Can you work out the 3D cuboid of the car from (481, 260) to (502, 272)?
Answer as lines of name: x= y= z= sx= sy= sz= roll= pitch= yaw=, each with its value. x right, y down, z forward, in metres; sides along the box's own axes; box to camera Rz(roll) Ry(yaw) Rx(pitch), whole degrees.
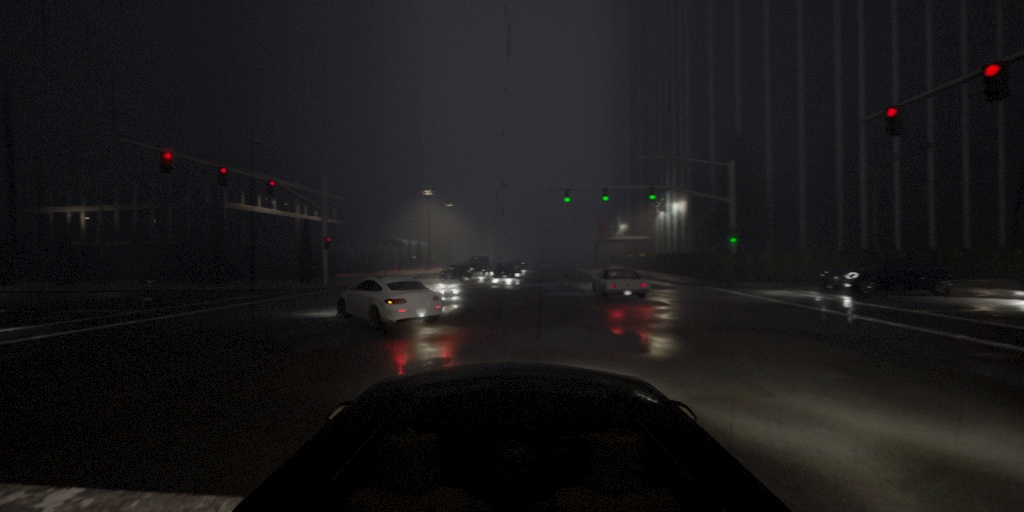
car: x=-2.758 y=1.301 z=50.042 sx=2.128 sy=1.511 sz=4.902 roll=-1 pitch=0 yaw=6

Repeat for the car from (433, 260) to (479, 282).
car: x=-4.623 y=1.322 z=30.301 sx=2.128 sy=1.511 sz=4.902 roll=-1 pitch=0 yaw=7

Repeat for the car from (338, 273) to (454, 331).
car: x=-3.930 y=1.338 z=11.293 sx=1.812 sy=1.442 sz=4.674 roll=0 pitch=-1 yaw=-41

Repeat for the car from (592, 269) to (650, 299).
car: x=5.081 y=1.281 z=17.431 sx=1.895 sy=1.301 sz=4.718 roll=-1 pitch=0 yaw=5

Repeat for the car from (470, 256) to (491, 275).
car: x=-3.696 y=1.041 z=40.104 sx=2.150 sy=2.045 sz=5.566 roll=-1 pitch=0 yaw=5

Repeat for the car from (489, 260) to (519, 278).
car: x=-0.692 y=1.337 z=34.476 sx=1.994 sy=1.385 sz=4.181 roll=-1 pitch=0 yaw=5

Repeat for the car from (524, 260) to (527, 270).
car: x=1.026 y=1.106 z=52.847 sx=2.097 sy=1.767 sz=4.553 roll=-1 pitch=0 yaw=6

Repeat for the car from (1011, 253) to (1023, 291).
car: x=26.152 y=0.716 z=15.954 sx=4.553 sy=1.767 sz=2.097 roll=-1 pitch=0 yaw=6

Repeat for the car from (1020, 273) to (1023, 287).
car: x=21.764 y=0.992 z=12.863 sx=4.181 sy=1.385 sz=1.994 roll=-1 pitch=0 yaw=6

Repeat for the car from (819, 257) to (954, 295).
car: x=17.302 y=0.849 z=16.810 sx=4.553 sy=1.767 sz=2.097 roll=-1 pitch=0 yaw=6

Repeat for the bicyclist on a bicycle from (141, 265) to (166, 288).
bicyclist on a bicycle: x=-25.737 y=1.445 z=25.765 sx=0.582 sy=1.620 sz=1.656 roll=-1 pitch=0 yaw=6

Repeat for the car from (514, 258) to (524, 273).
car: x=0.093 y=1.290 z=43.056 sx=1.812 sy=1.442 sz=4.674 roll=-1 pitch=0 yaw=5
